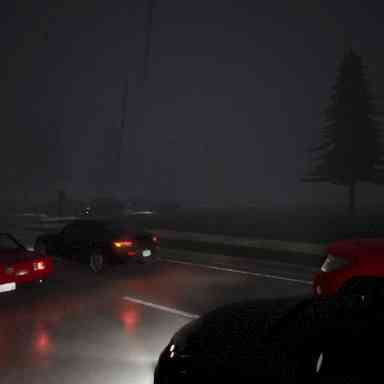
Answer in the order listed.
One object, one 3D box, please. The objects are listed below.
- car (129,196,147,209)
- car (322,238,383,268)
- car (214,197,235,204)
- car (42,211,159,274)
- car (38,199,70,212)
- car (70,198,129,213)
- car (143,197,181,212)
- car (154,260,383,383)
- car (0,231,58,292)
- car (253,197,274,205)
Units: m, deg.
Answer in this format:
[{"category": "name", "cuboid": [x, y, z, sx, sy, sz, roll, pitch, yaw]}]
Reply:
[{"category": "car", "cuboid": [-7.451, 1.352, 44.487, 2.097, 1.767, 4.553, 0, 0, 37]}, {"category": "car", "cuboid": [4.765, 1.221, 4.866, 5.566, 2.045, 2.150, 0, 0, 36]}, {"category": "car", "cuboid": [6.083, 1.601, 62.634, 1.895, 1.301, 4.718, 0, 0, 37]}, {"category": "car", "cuboid": [-3.107, 1.526, 10.536, 4.674, 1.442, 1.812, 0, 0, 36]}, {"category": "car", "cuboid": [-13.995, 1.504, 35.663, 1.837, 1.490, 4.892, 0, 0, 37]}, {"category": "car", "cuboid": [-8.593, 1.352, 31.186, 2.097, 1.767, 4.553, 0, 0, 36]}, {"category": "car", "cuboid": [-3.150, 1.564, 38.534, 1.994, 1.385, 4.181, 0, 0, 37]}, {"category": "car", "cuboid": [1.673, 1.564, 2.787, 4.181, 1.385, 1.994, 0, 0, 36]}, {"category": "car", "cuboid": [-5.441, 1.601, 7.906, 4.718, 1.301, 1.895, 0, 0, 36]}, {"category": "car", "cuboid": [12.953, 1.548, 60.113, 2.033, 1.411, 5.357, 0, 0, 37]}]
